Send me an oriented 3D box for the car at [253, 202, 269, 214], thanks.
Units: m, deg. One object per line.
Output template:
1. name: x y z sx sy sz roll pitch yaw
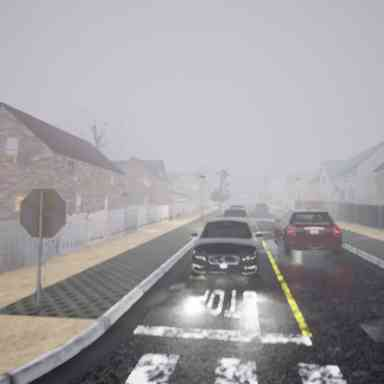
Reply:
1. car: 9.484 2.177 45.671 1.882 1.535 5.008 0 -1 9

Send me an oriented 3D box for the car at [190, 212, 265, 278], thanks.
1. car: 1.133 1.602 10.536 1.837 1.490 4.892 0 -1 9

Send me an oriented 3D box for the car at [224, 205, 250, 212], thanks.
1. car: 2.693 1.781 20.752 1.837 1.490 4.892 0 -1 8

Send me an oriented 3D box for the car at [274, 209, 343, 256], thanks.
1. car: 4.692 1.496 14.044 2.097 1.767 4.553 0 -1 8
